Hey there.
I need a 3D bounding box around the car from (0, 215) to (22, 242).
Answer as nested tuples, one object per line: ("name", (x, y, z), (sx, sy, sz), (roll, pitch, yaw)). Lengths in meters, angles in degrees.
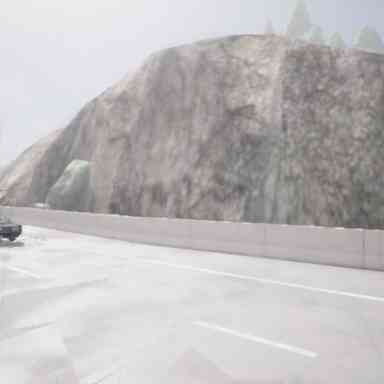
("car", (-10.193, 1.728, 16.243), (4.718, 1.301, 1.895), (0, -1, 41))
